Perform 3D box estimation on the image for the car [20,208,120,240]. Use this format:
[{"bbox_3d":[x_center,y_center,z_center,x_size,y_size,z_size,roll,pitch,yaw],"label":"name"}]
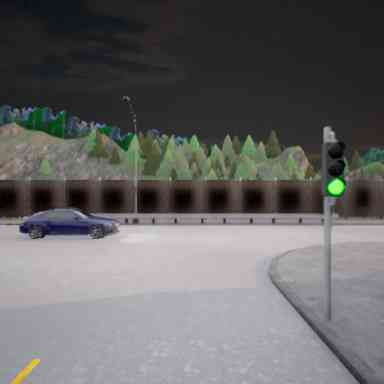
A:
[{"bbox_3d":[-5.923,1.521,16.308,4.674,1.442,1.812,0,0,0],"label":"car"}]
